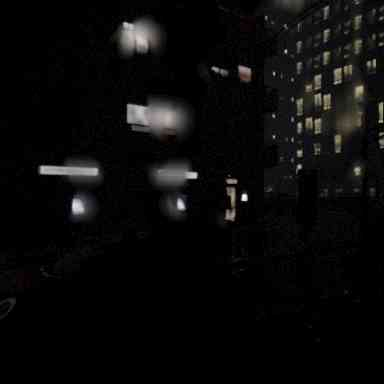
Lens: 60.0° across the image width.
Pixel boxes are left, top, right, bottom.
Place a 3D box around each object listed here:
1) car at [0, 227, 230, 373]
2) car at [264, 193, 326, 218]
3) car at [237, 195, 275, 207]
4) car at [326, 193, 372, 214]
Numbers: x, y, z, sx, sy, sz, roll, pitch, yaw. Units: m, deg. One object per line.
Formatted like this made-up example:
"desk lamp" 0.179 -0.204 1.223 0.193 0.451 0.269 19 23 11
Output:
"car" -1.372 1.439 5.577 4.097 1.590 1.967 0 0 -35
"car" 7.508 0.993 26.486 2.192 1.841 5.009 1 0 -36
"car" 7.726 1.050 40.437 1.947 1.339 4.313 1 0 -36
"car" 14.251 1.006 31.460 2.192 1.841 5.009 1 0 -36
